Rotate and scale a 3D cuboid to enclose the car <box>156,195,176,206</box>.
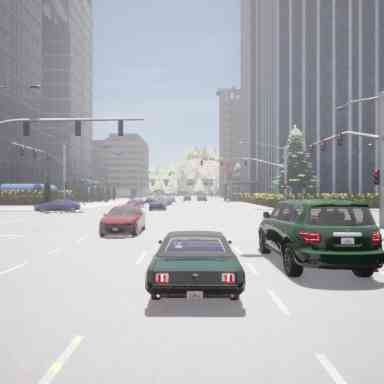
[{"bbox_3d":[-4.368,1.492,56.010,2.128,1.511,4.902,0,0,-1],"label":"car"}]

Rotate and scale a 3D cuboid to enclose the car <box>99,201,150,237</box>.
[{"bbox_3d":[-3.653,1.477,18.149,1.882,1.535,5.008,0,0,-1],"label":"car"}]

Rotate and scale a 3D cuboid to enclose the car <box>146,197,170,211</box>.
[{"bbox_3d":[-4.134,1.601,40.851,1.895,1.301,4.718,0,0,-1],"label":"car"}]

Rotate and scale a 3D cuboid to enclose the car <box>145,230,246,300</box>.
[{"bbox_3d":[0.076,1.601,8.321,1.895,1.301,4.718,0,0,0],"label":"car"}]

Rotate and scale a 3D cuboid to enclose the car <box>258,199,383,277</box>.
[{"bbox_3d":[3.588,1.221,10.349,2.150,2.045,5.566,0,0,0],"label":"car"}]

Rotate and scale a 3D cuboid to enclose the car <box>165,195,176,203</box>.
[{"bbox_3d":[-4.493,1.525,70.837,2.128,1.511,4.902,0,0,-1],"label":"car"}]

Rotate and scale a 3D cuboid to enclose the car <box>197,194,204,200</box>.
[{"bbox_3d":[2.254,1.386,89.065,1.882,1.535,5.008,0,0,-1],"label":"car"}]

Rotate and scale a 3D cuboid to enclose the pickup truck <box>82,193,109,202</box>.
[{"bbox_3d":[-21.151,1.058,73.381,2.390,2.098,6.274,0,0,30],"label":"pickup truck"}]

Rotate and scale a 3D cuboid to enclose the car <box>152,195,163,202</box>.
[{"bbox_3d":[-8.107,1.500,78.970,2.128,1.511,4.902,0,0,-1],"label":"car"}]

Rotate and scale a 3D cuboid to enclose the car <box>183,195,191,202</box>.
[{"bbox_3d":[-1.099,1.500,78.516,1.837,1.490,4.892,0,0,-1],"label":"car"}]

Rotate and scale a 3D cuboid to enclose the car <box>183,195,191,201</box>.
[{"bbox_3d":[-1.244,1.540,88.871,2.033,1.411,5.357,0,0,-1],"label":"car"}]

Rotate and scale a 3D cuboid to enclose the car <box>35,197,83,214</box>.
[{"bbox_3d":[-14.289,1.525,35.666,4.674,1.442,1.812,0,1,-17],"label":"car"}]

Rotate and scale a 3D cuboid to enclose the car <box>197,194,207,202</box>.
[{"bbox_3d":[2.397,1.348,78.784,2.097,1.767,4.553,0,0,-1],"label":"car"}]

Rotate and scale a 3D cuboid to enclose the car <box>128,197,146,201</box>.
[{"bbox_3d":[-7.791,1.491,46.595,2.128,1.511,4.902,0,0,1],"label":"car"}]
